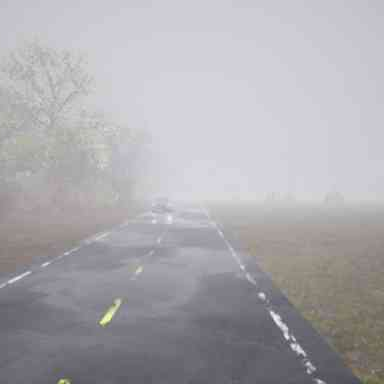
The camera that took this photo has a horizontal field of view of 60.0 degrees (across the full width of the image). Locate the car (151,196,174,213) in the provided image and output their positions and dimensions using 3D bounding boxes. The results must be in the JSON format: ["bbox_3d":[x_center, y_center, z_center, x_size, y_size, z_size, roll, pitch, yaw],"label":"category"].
[{"bbox_3d":[-3.066,1.252,35.350,2.097,1.767,4.553,0,0,0],"label":"car"}]
